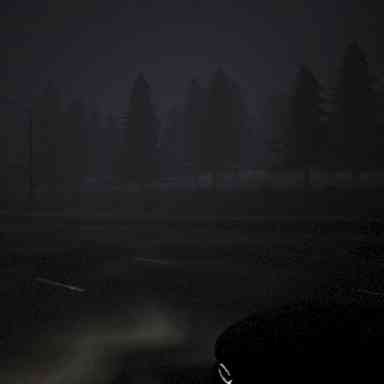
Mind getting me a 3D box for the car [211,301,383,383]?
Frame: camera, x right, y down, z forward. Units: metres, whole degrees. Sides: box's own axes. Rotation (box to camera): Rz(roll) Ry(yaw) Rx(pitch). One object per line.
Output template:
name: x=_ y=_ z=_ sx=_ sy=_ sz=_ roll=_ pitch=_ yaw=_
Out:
car: x=2.463 y=1.464 z=2.221 sx=5.008 sy=1.535 sz=1.882 roll=-1 pitch=0 yaw=36
